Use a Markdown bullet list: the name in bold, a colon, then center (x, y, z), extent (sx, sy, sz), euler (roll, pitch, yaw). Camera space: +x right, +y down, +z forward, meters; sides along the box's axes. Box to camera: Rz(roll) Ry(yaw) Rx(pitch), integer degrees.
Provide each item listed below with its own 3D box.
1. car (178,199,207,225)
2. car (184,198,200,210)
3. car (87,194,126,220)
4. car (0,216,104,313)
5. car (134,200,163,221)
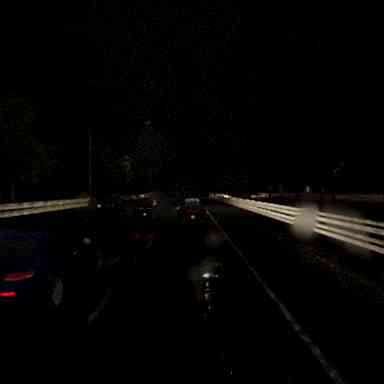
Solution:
- **car**: center (0.049, 1.417, 23.282), extent (1.882, 1.535, 5.008), euler (0, 0, 0)
- **car**: center (0.013, 1.494, 41.239), extent (1.895, 1.301, 4.718), euler (0, 0, 0)
- **car**: center (-6.962, 1.149, 27.575), extent (2.150, 2.045, 5.566), euler (0, 0, 0)
- **car**: center (-3.419, 1.506, 7.487), extent (1.812, 1.442, 4.674), euler (0, 0, 0)
- **car**: center (-3.459, 1.421, 26.790), extent (2.128, 1.511, 4.902), euler (0, 0, 0)
